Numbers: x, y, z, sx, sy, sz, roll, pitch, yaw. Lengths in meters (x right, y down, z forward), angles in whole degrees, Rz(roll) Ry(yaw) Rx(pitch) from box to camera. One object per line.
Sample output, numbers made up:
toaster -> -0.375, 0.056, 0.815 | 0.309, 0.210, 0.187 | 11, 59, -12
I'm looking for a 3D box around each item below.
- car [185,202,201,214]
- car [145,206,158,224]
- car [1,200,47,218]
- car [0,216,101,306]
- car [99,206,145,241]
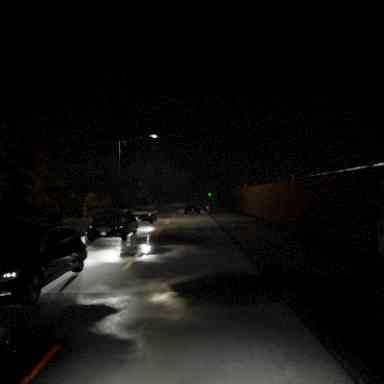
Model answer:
car -> 0.084, 1.936, 41.674 | 1.812, 1.442, 4.674 | 0, 0, 0
car -> -3.999, 1.875, 27.833 | 1.895, 1.301, 4.718 | 0, -1, 0
car -> -14.560, 1.460, 29.007 | 3.633, 1.501, 1.845 | 0, -1, -3
car -> -4.095, 1.575, 8.304 | 2.128, 1.511, 4.902 | 0, -1, 0
car -> -4.072, 1.667, 17.784 | 2.128, 1.511, 4.902 | 0, -1, 0
